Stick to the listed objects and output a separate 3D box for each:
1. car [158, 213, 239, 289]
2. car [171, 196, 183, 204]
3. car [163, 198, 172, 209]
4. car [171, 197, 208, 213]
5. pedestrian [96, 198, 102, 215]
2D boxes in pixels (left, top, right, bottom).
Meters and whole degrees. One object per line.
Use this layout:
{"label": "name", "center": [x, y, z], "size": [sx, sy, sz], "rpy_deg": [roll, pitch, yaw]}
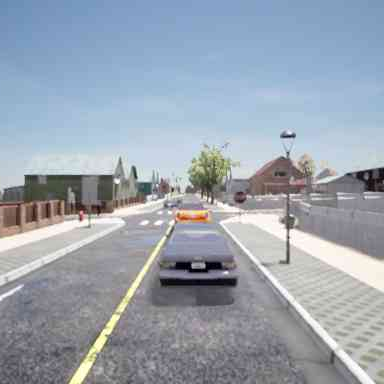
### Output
{"label": "car", "center": [0.108, 1.555, 9.309], "size": [2.033, 1.411, 5.357], "rpy_deg": [0, 0, -1]}
{"label": "car", "center": [-2.744, 1.568, 63.790], "size": [2.033, 1.411, 5.357], "rpy_deg": [0, 0, 1]}
{"label": "car", "center": [-2.820, 1.510, 45.043], "size": [2.128, 1.511, 4.902], "rpy_deg": [0, 0, 0]}
{"label": "car", "center": [-0.058, 1.365, 20.674], "size": [2.097, 1.767, 4.553], "rpy_deg": [0, 0, -3]}
{"label": "pedestrian", "center": [-9.677, 1.476, 34.561], "size": [0.375, 1.860, 0.375], "rpy_deg": [0, 0, 0]}
